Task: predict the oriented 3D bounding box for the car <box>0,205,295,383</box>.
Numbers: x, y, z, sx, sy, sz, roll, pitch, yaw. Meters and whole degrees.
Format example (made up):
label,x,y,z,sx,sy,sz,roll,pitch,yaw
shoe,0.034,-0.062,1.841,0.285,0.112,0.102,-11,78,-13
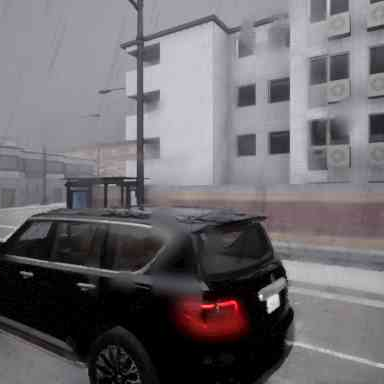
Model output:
label,x,y,z,sx,sy,sz,roll,pitch,yaw
car,-1.366,1.221,4.922,5.566,2.045,2.150,0,0,35
